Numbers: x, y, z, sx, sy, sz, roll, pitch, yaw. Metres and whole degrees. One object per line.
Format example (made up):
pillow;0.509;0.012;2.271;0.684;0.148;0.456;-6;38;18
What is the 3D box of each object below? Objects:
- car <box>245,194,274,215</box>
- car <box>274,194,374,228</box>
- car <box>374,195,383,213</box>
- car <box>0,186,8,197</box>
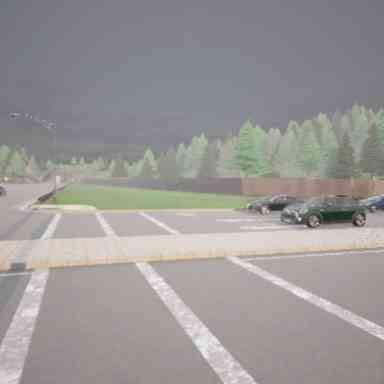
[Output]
car;6.449;0.879;25.486;4.902;1.511;2.128;0;2;-19
car;7.227;0.951;18.365;4.553;1.767;2.097;0;2;-19
car;16.209;0.986;28.786;4.674;1.442;1.812;0;2;-18
car;-25.842;-0.151;44.056;1.812;1.442;4.674;0;2;-19
